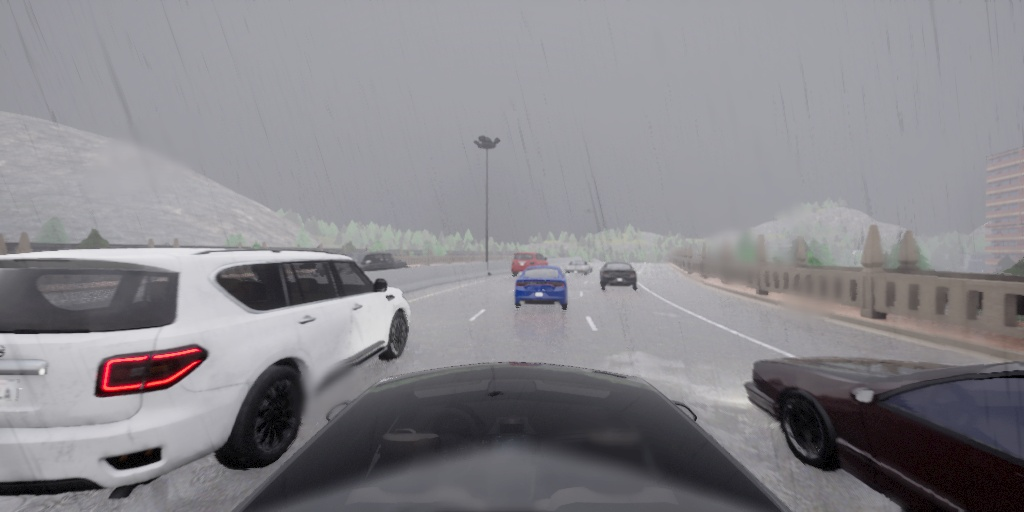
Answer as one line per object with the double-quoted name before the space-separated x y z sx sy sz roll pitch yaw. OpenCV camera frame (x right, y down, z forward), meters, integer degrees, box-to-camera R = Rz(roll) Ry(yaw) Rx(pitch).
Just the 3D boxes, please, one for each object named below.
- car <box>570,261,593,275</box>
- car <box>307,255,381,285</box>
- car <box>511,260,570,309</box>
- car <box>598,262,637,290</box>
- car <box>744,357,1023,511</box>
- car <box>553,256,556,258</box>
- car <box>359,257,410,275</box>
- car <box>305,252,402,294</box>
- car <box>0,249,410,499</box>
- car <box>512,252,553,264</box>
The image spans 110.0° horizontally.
"car" 6.340 1.071 33.389 1.895 1.301 4.718 0 1 20
"car" -11.193 0.868 24.290 2.097 1.767 4.553 0 1 14
"car" 1.280 1.112 14.421 1.882 1.535 5.008 0 1 8
"car" 6.158 1.062 21.038 1.882 1.535 5.008 0 1 13
"car" 3.630 1.305 1.748 2.033 1.411 5.357 0 1 1
"car" 6.709 0.713 63.954 1.837 1.490 4.892 0 0 21
"car" -12.049 0.899 34.346 1.882 1.535 5.008 0 1 18
"car" -8.568 0.781 20.168 2.150 2.045 5.566 0 1 11
"car" -3.230 0.934 4.990 2.150 2.045 5.566 0 1 2
"car" 1.638 0.708 30.562 2.150 2.045 5.566 0 1 18
